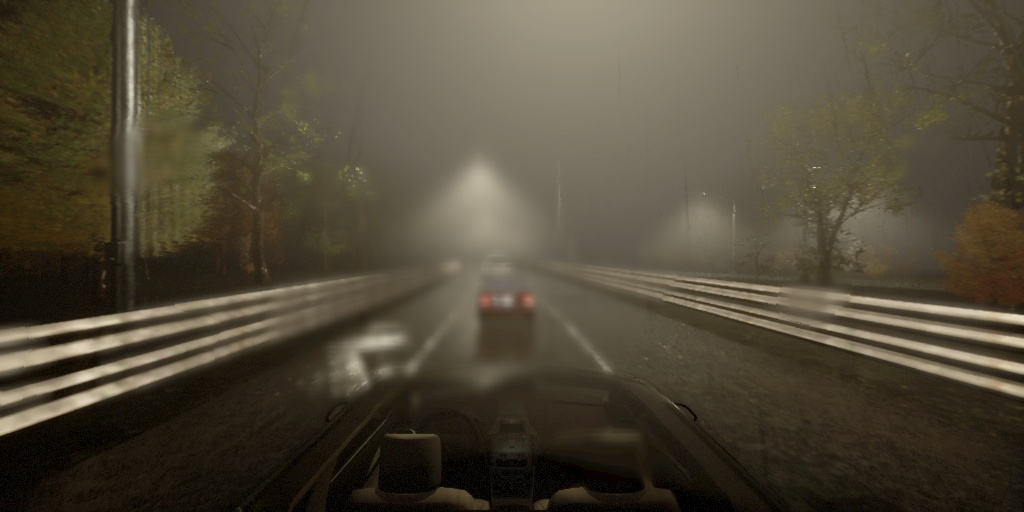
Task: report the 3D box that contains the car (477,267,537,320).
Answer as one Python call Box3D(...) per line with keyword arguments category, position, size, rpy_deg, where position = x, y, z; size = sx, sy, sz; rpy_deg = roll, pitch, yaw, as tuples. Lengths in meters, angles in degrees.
Box3D(category="car", position=(-0.215, 1.301, 12.564), size=(2.033, 1.411, 5.357), rpy_deg=(0, 0, -2))

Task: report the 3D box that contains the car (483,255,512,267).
Box3D(category="car", position=(-1.147, 0.974, 28.697), size=(2.150, 2.045, 5.566), rpy_deg=(0, 0, -4))
